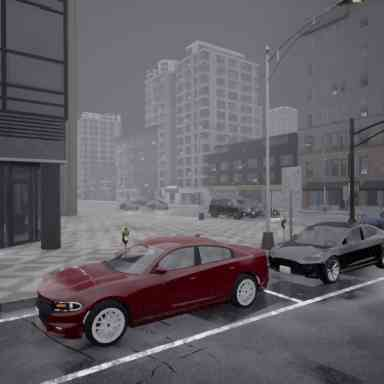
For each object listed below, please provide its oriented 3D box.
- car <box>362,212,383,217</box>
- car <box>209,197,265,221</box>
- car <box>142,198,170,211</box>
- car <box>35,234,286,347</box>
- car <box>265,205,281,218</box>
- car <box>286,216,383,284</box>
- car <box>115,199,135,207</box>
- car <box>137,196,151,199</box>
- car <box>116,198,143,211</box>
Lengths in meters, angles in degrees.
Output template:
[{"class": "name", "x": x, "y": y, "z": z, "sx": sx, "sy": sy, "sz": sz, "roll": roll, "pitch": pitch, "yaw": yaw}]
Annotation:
[{"class": "car", "x": 12.691, "y": 1.665, "z": 19.271, "sx": 2.033, "sy": 1.411, "sz": 5.357, "roll": -1, "pitch": -1, "yaw": -35}, {"class": "car", "x": 3.869, "y": 1.544, "z": 31.734, "sx": 2.150, "sy": 2.045, "sz": 5.566, "roll": 0, "pitch": -1, "yaw": -35}, {"class": "car", "x": -5.215, "y": 2.059, "z": 50.251, "sx": 1.837, "sy": 1.490, "sz": 4.892, "roll": 0, "pitch": -1, "yaw": -35}, {"class": "car", "x": -0.496, "y": 1.544, "z": 6.299, "sx": 4.507, "sy": 1.381, "sz": 1.887, "roll": 0, "pitch": 0, "yaw": -35}, {"class": "car", "x": 6.761, "y": 1.865, "z": 33.280, "sx": 1.994, "sy": 1.385, "sz": 4.181, "roll": 0, "pitch": -1, "yaw": -35}, {"class": "car", "x": 4.099, "y": 1.564, "z": 9.576, "sx": 4.313, "sy": 1.339, "sz": 1.947, "roll": 0, "pitch": 0, "yaw": -35}, {"class": "car", "x": -13.858, "y": 2.283, "z": 68.377, "sx": 2.033, "sy": 1.411, "sz": 5.357, "roll": 0, "pitch": 0, "yaw": -35}, {"class": "car", "x": -10.320, "y": 1.927, "z": 68.998, "sx": 2.150, "sy": 2.045, "sz": 5.566, "roll": 0, "pitch": 0, "yaw": -35}, {"class": "car", "x": -9.767, "y": 2.113, "z": 51.100, "sx": 1.837, "sy": 1.490, "sz": 4.892, "roll": 0, "pitch": -1, "yaw": -35}]
